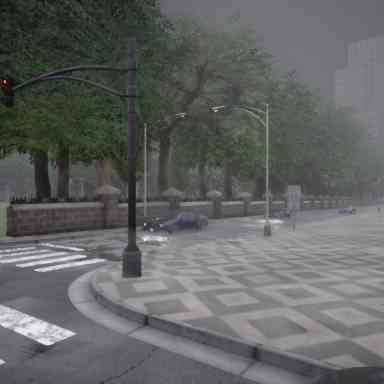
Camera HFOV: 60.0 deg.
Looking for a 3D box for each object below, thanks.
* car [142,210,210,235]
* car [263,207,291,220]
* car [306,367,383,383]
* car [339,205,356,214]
[{"bbox_3d":[-0.875,1.936,22.066,2.033,1.411,5.357,0,-1,35],"label":"car"},{"bbox_3d":[9.434,2.326,36.705,1.994,1.385,4.181,0,-1,35],"label":"car"},{"bbox_3d":[2.466,1.551,1.209,4.403,1.369,2.008,0,0,35],"label":"car"},{"bbox_3d":[24.865,2.781,53.091,2.033,1.411,5.357,0,-1,34],"label":"car"}]
